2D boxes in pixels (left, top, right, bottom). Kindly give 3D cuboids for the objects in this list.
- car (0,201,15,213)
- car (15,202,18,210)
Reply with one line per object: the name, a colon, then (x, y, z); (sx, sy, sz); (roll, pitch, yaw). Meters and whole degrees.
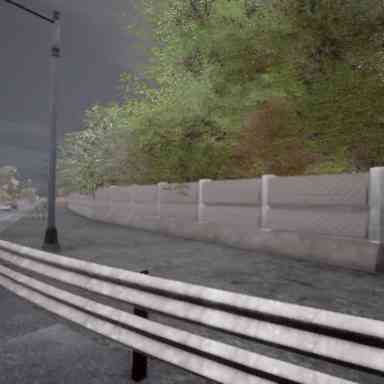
car: (-27.714, 2.317, 48.963); (1.895, 1.301, 4.718); (1, -1, -23)
car: (-31.633, 2.344, 58.024); (1.837, 1.490, 4.892); (1, -1, -23)
